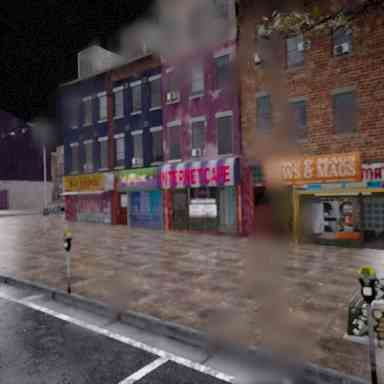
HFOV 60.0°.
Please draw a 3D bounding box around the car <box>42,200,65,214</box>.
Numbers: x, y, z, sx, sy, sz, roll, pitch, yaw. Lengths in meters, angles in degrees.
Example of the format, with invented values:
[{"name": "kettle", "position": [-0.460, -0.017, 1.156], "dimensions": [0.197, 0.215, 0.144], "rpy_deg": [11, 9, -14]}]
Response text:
[{"name": "car", "position": [-13.661, 1.551, 35.788], "dimensions": [2.128, 1.511, 4.902], "rpy_deg": [-2, -1, 36]}]
